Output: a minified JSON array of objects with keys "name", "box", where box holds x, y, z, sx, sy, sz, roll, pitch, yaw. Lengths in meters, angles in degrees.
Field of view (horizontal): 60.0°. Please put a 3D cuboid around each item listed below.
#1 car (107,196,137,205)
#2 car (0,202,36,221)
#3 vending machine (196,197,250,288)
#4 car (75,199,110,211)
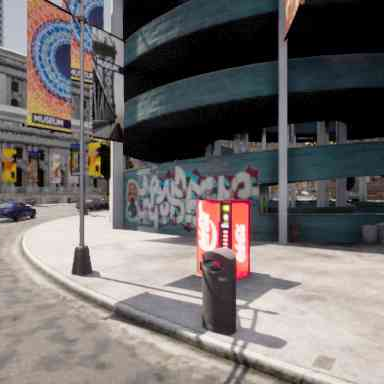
[{"name":"car","box":[-12.437,1.546,59.791,2.033,1.411,5.357,0,0,34]},{"name":"car","box":[-14.295,1.526,26.786,1.812,1.442,4.674,0,0,-2]},{"name":"vending machine","box":[0.791,1.195,8.448,0.880,2.100,1.100,0,0,45]},{"name":"car","box":[-11.783,1.547,40.683,2.033,1.411,5.357,0,0,25]}]
